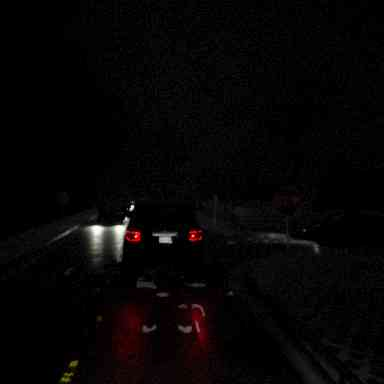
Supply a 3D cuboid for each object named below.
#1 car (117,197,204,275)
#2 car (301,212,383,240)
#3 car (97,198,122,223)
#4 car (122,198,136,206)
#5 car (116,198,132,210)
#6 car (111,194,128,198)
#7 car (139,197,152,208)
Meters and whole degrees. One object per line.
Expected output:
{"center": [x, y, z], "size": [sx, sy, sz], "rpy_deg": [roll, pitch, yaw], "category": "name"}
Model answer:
{"center": [-0.983, 1.266, 10.831], "size": [2.150, 2.045, 5.566], "rpy_deg": [0, 0, -7], "category": "car"}
{"center": [8.269, 1.783, 17.861], "size": [4.674, 1.442, 1.812], "rpy_deg": [1, -3, -6], "category": "car"}
{"center": [-6.190, 1.512, 25.885], "size": [1.882, 1.535, 5.008], "rpy_deg": [0, 0, -9], "category": "car"}
{"center": [-11.056, 1.742, 58.766], "size": [1.895, 1.301, 4.718], "rpy_deg": [0, 0, -5], "category": "car"}
{"center": [-9.391, 1.573, 46.072], "size": [1.837, 1.490, 4.892], "rpy_deg": [0, 0, -8], "category": "car"}
{"center": [-7.795, 1.262, 35.837], "size": [2.150, 2.045, 5.566], "rpy_deg": [0, 0, -9], "category": "car"}
{"center": [-7.267, 1.583, 51.435], "size": [1.882, 1.535, 5.008], "rpy_deg": [0, 0, -8], "category": "car"}
